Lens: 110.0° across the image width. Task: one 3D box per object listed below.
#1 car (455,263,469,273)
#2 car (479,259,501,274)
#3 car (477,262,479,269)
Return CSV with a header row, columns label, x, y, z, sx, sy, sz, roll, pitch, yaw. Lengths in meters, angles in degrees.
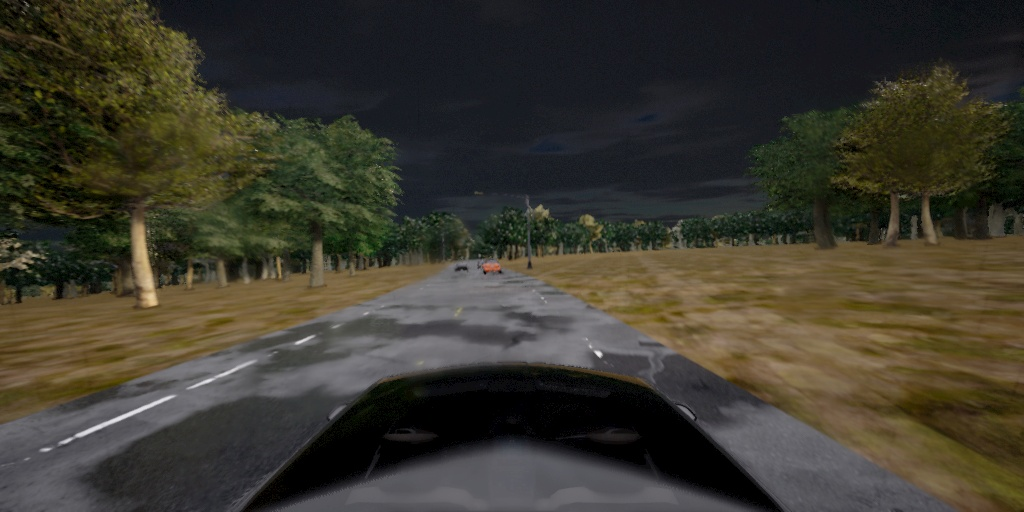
label,x,y,z,sx,sy,sz,roll,pitch,yaw
car,-6.790,1.591,48.796,1.895,1.301,4.718,-2,0,-7
car,-2.550,1.192,44.042,2.097,1.767,4.553,-2,0,-6
car,-5.283,1.528,64.409,2.033,1.411,5.357,-2,0,-7
